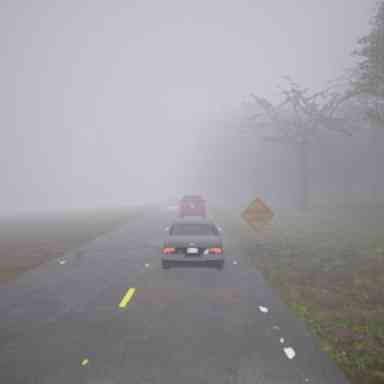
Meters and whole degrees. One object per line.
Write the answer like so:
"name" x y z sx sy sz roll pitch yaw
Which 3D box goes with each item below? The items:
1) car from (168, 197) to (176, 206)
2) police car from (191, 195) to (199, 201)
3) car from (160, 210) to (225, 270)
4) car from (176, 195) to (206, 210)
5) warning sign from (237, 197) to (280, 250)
"car" -2.818 1.571 54.259 2.128 1.511 4.902 0 0 0
"police car" 0.827 1.757 92.401 1.930 1.638 5.238 0 -1 0
"car" 0.042 1.551 11.052 2.033 1.411 5.357 0 0 1
"car" 0.064 1.239 28.770 2.150 2.045 5.566 0 0 0
"warning sign" 2.426 1.120 12.292 1.300 1.860 1.060 -1 -1 0
